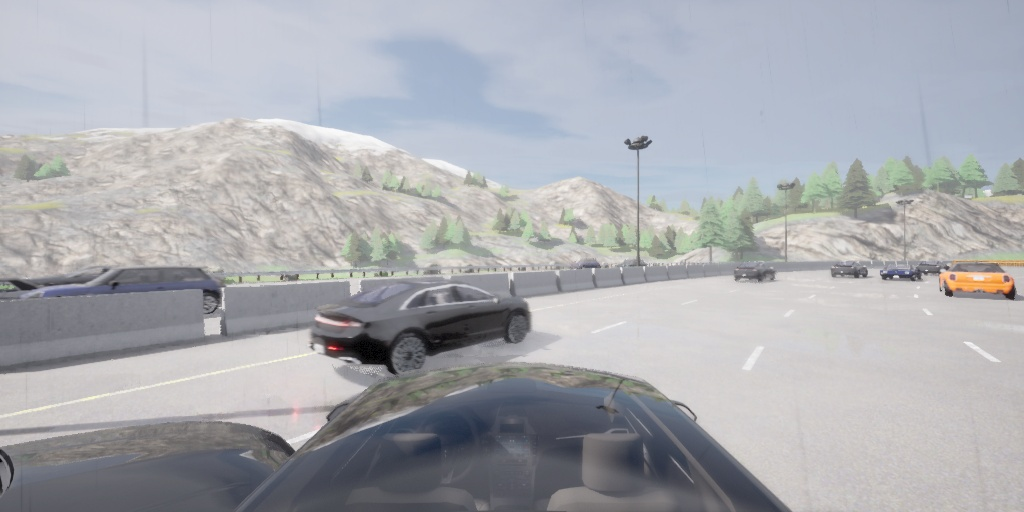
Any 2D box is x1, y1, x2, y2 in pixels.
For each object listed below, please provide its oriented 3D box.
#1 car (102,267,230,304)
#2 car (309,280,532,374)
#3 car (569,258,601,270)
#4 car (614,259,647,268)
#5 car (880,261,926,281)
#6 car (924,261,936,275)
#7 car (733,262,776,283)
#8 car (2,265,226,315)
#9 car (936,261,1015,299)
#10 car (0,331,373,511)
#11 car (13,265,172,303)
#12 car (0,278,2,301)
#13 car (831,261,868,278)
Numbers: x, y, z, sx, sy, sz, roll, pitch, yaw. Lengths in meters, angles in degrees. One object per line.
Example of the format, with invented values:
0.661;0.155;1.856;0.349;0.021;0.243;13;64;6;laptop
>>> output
-16.385;1.314;17.157;1.994;1.385;4.181;0;0;39;car
-1.497;1.241;7.513;2.128;1.511;4.902;0;0;39;car
9.772;1.112;48.033;4.553;1.767;2.097;0;0;-38;car
14.095;1.155;42.528;4.553;1.767;2.097;0;0;-38;car
32.308;1.351;29.733;4.718;1.301;1.895;0;0;-35;car
43.313;1.242;36.865;4.902;1.511;2.128;0;0;-31;car
19.358;1.241;28.529;4.902;1.511;2.128;0;0;-40;car
-12.039;1.102;11.352;2.097;1.767;4.553;0;0;38;car
23.687;1.101;18.419;4.553;1.767;2.097;0;0;-43;car
-2.983;1.255;0.534;4.892;1.490;1.837;0;0;-45;car
-20.389;1.241;17.723;2.128;1.511;4.902;0;0;38;car
-16.728;1.351;11.049;1.895;1.301;4.718;0;0;37;car
31.375;1.242;33.342;4.902;1.511;2.128;0;0;-35;car
